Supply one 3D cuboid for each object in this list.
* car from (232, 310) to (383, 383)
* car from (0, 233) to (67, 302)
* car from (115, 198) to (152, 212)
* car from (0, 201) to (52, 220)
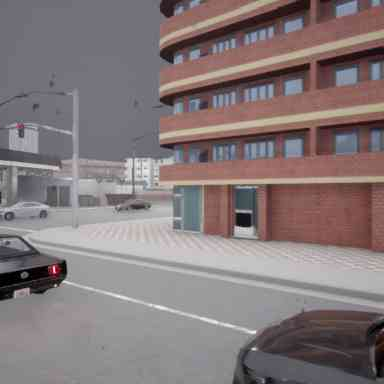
[{"bbox_3d":[2.600,1.513,2.141,4.892,1.490,1.837,0,0,35],"label":"car"},{"bbox_3d":[-4.982,1.599,7.530,4.718,1.301,1.895,0,0,36],"label":"car"},{"bbox_3d":[-6.783,1.514,38.801,2.128,1.511,4.902,0,0,35],"label":"car"},{"bbox_3d":[-14.193,1.523,27.981,1.812,1.442,4.674,0,0,34],"label":"car"}]
